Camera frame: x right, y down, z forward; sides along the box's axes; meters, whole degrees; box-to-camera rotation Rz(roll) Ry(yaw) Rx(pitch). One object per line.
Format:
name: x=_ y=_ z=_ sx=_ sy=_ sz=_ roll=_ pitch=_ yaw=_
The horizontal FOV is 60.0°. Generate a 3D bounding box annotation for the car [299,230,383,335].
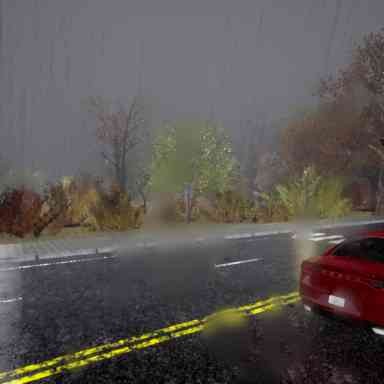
car: x=4.180 y=1.480 z=6.415 sx=5.008 sy=1.535 sz=1.882 roll=0 pitch=0 yaw=-35
